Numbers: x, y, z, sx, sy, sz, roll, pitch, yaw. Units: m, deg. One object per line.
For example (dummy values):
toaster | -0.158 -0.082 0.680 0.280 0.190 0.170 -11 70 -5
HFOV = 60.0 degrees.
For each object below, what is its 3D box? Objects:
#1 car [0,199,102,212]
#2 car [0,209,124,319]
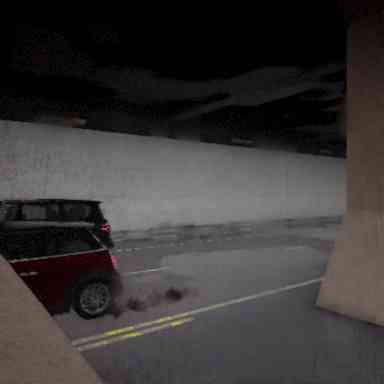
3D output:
car | -4.975 1.221 9.042 5.566 2.045 2.150 0 0 -36
car | -3.593 1.352 5.729 4.553 1.767 2.097 0 0 -36
